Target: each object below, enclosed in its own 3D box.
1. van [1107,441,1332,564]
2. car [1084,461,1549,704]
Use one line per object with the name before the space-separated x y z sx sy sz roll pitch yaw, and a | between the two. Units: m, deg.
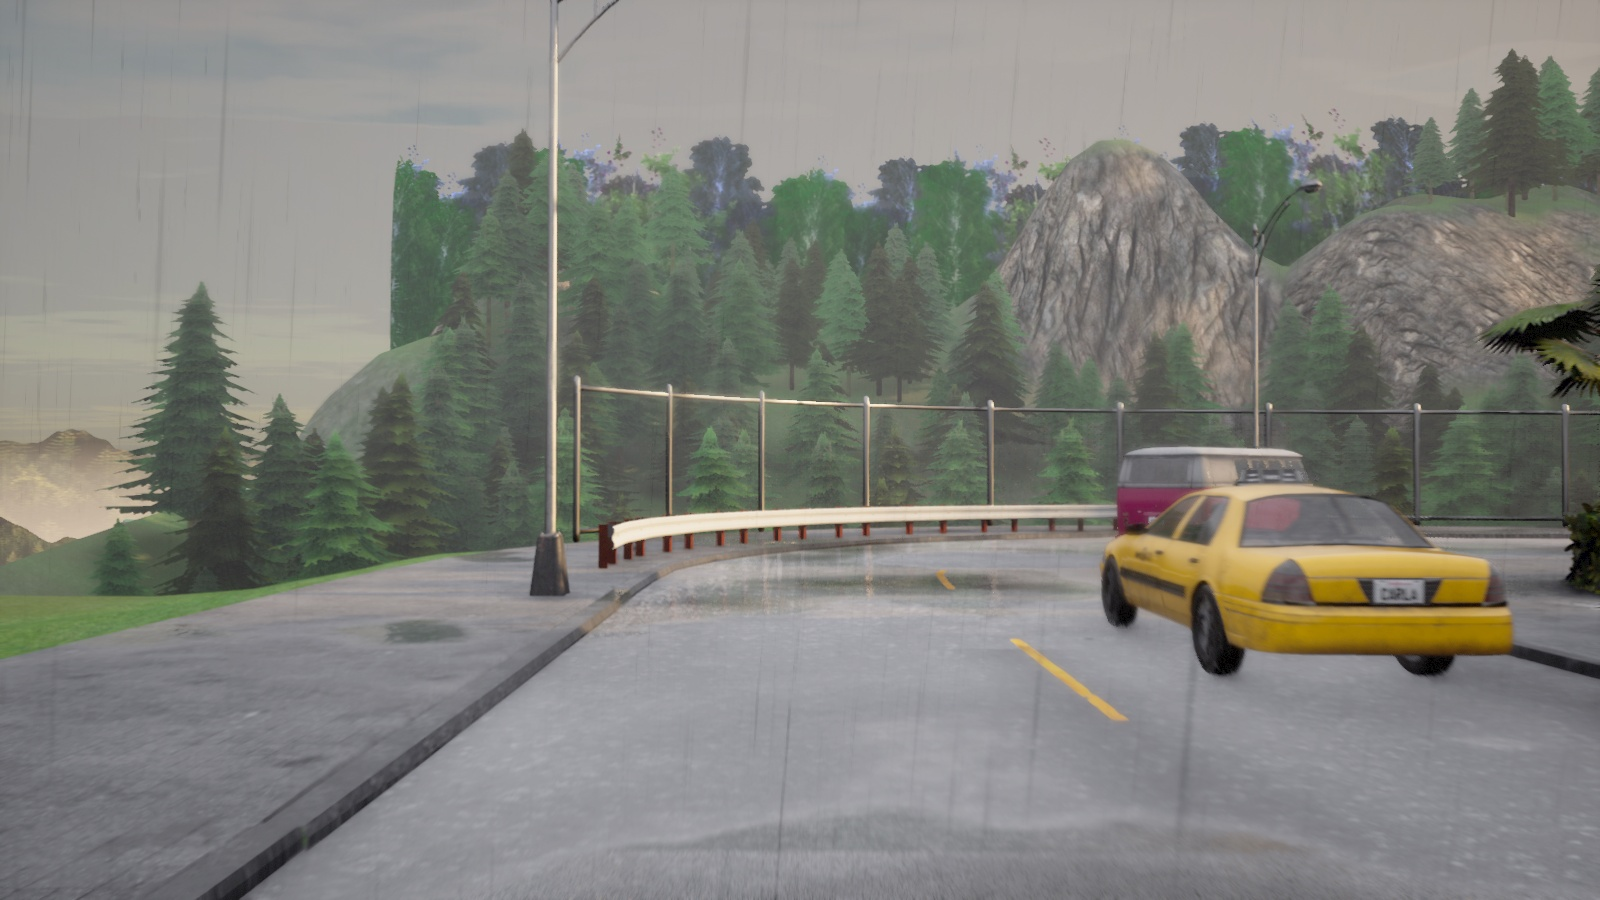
van | 7.539 0.885 22.367 4.442 1.987 1.775 1 -2 -41
car | 3.975 0.905 10.877 1.801 1.575 5.366 0 -1 0
